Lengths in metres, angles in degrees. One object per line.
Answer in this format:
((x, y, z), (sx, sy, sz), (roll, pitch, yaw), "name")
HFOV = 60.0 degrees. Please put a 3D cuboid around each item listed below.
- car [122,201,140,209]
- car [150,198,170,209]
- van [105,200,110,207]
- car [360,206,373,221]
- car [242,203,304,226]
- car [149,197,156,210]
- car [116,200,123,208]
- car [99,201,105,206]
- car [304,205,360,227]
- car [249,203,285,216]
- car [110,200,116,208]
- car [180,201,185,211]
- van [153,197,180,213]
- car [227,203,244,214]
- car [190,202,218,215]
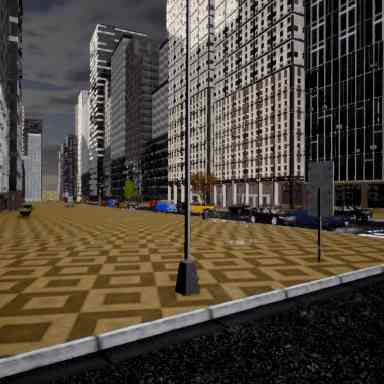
((-10.862, 2.525, 61.407), (2.008, 1.369, 4.403), (-1, -1, -26), "car")
((-6.409, 2.257, 65.537), (2.150, 2.045, 5.566), (0, -1, -26), "car")
((-18.161, 2.635, 76.623), (1.690, 1.788, 3.998), (-1, -1, -26), "van")
((13.719, 1.854, 29.532), (2.008, 1.369, 4.403), (-1, -1, -26), "car")
((6.164, 1.814, 25.908), (2.008, 1.369, 4.403), (-1, -1, -26), "car")
((-5.662, 1.900, 56.818), (2.150, 2.045, 5.566), (0, -1, -26), "car")
((-13.221, 2.602, 66.326), (1.752, 1.417, 4.829), (-1, -1, -26), "car")
((-23.022, 3.053, 86.762), (1.887, 1.381, 4.507), (-1, -1, -26), "car")
((9.418, 1.785, 25.139), (2.033, 1.411, 5.357), (0, -1, -26), "car")
((8.855, 2.068, 39.675), (1.947, 1.339, 4.313), (-1, -1, -26), "car")
((-15.726, 2.731, 71.550), (1.887, 1.381, 4.507), (-1, -1, -26), "car")
((-1.662, 2.338, 55.642), (1.837, 1.490, 4.892), (0, -1, -26), "car")
((-3.569, 2.005, 46.197), (1.690, 1.788, 3.998), (-1, -1, -26), "van")
((6.423, 2.168, 44.746), (1.947, 1.339, 4.313), (-1, -1, -26), "car")
((1.465, 2.042, 41.736), (1.882, 1.535, 5.008), (0, -1, -26), "car")
